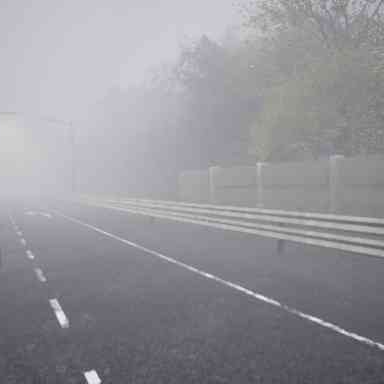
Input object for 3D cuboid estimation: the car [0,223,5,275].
[{"bbox_3d":[-6.370,1.382,9.210,2.128,1.511,4.902,-2,2,-31],"label":"car"}]
